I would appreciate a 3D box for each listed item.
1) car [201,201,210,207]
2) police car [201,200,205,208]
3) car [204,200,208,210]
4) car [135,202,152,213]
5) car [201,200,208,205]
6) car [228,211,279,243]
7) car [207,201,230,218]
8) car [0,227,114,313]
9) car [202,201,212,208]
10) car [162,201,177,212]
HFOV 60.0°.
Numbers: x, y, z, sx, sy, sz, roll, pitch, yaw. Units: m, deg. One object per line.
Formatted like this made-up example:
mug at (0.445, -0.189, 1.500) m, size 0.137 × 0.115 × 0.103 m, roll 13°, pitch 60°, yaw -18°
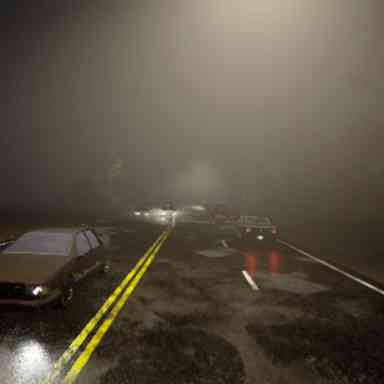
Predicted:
car at (3.340, 2.923, 83.640) m, size 1.895 × 1.301 × 4.718 m, roll 2°, pitch -1°, yaw 1°
police car at (3.286, 2.458, 61.757) m, size 1.930 × 1.638 × 5.238 m, roll 2°, pitch 0°, yaw 0°
car at (3.298, 2.300, 50.653) m, size 2.033 × 1.649 × 4.856 m, roll 3°, pitch -1°, yaw 0°
car at (-6.558, 2.075, 45.835) m, size 2.033 × 1.411 × 5.357 m, roll 2°, pitch -1°, yaw 0°
car at (3.466, 3.026, 94.576) m, size 1.994 × 1.385 × 4.181 m, roll 1°, pitch -1°, yaw 1°
car at (3.405, 1.995, 18.689) m, size 1.895 × 1.301 × 4.718 m, roll 3°, pitch -1°, yaw 0°
car at (3.280, 2.079, 39.630) m, size 2.097 × 1.767 × 4.553 m, roll 2°, pitch -1°, yaw 0°
car at (-3.329, 1.599, 8.205) m, size 2.033 × 1.411 × 5.357 m, roll 2°, pitch -1°, yaw 0°
car at (3.290, 2.702, 72.644) m, size 1.812 × 1.442 × 4.674 m, roll 2°, pitch -1°, yaw 0°
car at (-3.300, 2.183, 49.288) m, size 1.837 × 1.490 × 4.892 m, roll 2°, pitch 0°, yaw 0°
